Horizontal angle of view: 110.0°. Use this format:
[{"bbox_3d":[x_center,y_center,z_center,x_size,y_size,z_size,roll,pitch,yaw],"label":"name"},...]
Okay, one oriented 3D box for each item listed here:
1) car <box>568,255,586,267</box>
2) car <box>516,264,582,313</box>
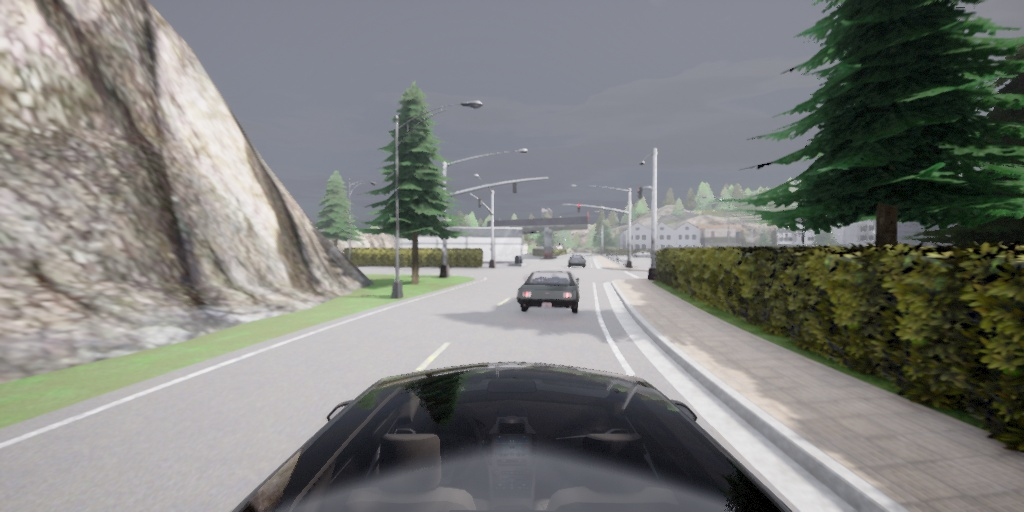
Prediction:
[{"bbox_3d":[7.624,0.562,42.062,1.994,1.385,4.181,0,1,12],"label":"car"},{"bbox_3d":[1.457,1.141,12.835,1.895,1.301,4.718,0,1,11],"label":"car"}]
